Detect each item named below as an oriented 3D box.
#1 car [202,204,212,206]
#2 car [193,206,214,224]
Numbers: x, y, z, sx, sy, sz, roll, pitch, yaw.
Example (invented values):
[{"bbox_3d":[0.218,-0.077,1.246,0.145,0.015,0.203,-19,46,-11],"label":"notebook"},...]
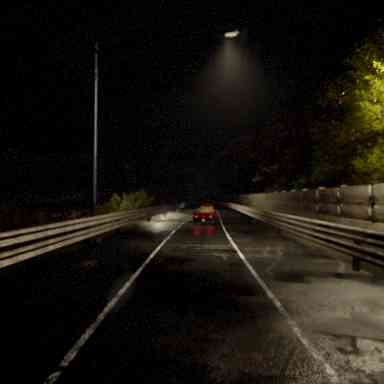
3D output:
[{"bbox_3d":[2.163,2.457,48.286,1.882,1.535,5.008,0,-1,3],"label":"car"},{"bbox_3d":[1.136,2.225,31.148,1.895,1.301,4.718,0,-1,3],"label":"car"}]
